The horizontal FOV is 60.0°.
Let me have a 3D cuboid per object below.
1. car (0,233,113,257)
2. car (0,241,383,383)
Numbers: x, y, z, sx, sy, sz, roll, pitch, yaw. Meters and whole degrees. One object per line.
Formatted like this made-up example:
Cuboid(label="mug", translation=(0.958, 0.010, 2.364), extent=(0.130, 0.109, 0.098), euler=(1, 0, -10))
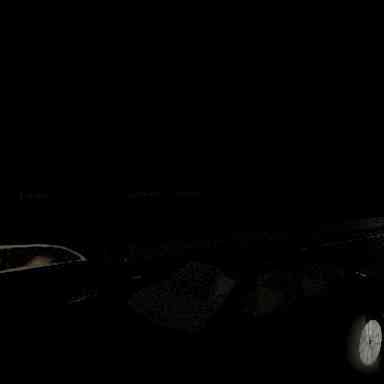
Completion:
Cuboid(label="car", translation=(-3.365, 1.482, 5.290), extent=(4.902, 1.511, 2.128), euler=(-1, 0, -35))
Cuboid(label="car", translation=(0.487, 1.447, 4.026), extent=(5.008, 1.535, 1.882), euler=(-1, 0, -35))
